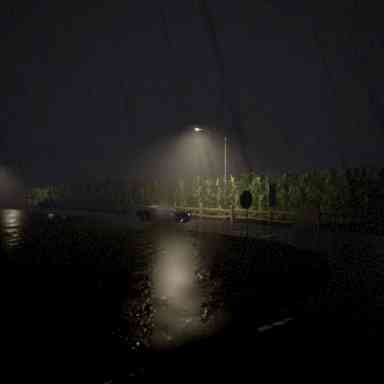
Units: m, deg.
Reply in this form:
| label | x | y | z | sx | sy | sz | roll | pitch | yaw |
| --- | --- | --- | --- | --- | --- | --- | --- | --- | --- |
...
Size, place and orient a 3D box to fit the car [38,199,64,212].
| label | x | y | z | sx | sy | sz | roll | pitch | yaw |
| --- | --- | --- | --- | --- | --- | --- | --- | --- | --- |
| car | -18.205 | 1.623 | 42.953 | 1.882 | 1.535 | 5.008 | 1 | -1 | -43 |

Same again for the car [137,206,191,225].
| label | x | y | z | sx | sy | sz | roll | pitch | yaw |
| --- | --- | --- | --- | --- | --- | --- | --- | --- | --- |
| car | -2.173 | 1.728 | 25.251 | 1.895 | 1.301 | 4.718 | 1 | -1 | -41 |
